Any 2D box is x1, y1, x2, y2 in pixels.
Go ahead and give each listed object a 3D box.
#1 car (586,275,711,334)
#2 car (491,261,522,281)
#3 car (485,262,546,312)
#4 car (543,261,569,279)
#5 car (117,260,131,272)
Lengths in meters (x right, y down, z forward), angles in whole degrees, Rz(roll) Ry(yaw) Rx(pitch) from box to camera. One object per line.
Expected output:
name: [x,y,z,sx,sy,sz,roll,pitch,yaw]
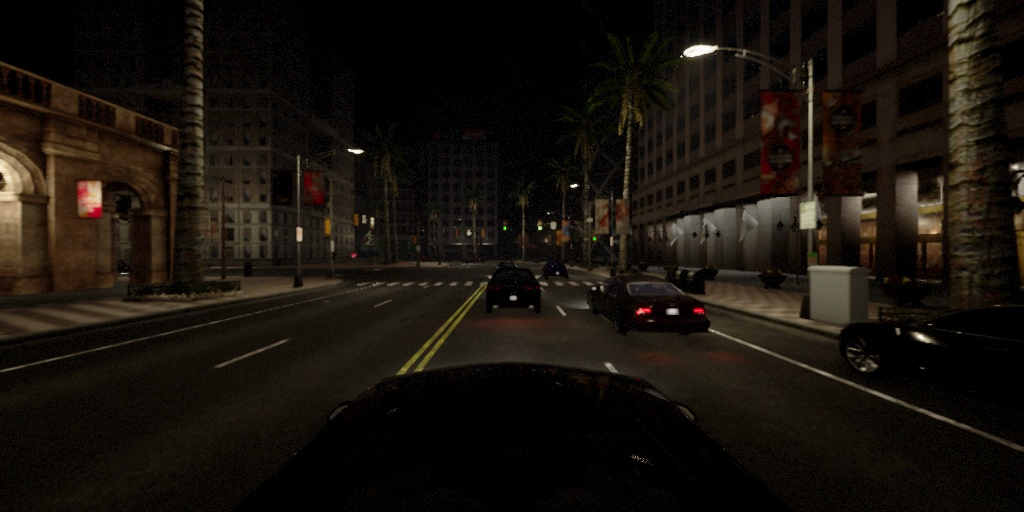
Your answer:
car: [3.536,1.254,10.367,2.033,1.411,5.357,0,0,1]
car: [-0.515,1.175,29.559,1.994,1.385,4.181,0,0,-9]
car: [0.056,1.167,13.837,1.882,1.535,5.008,0,0,0]
car: [3.552,1.133,30.070,1.812,1.442,4.674,0,0,0]
car: [-42.888,1.138,37.940,4.181,1.385,1.994,0,0,0]
